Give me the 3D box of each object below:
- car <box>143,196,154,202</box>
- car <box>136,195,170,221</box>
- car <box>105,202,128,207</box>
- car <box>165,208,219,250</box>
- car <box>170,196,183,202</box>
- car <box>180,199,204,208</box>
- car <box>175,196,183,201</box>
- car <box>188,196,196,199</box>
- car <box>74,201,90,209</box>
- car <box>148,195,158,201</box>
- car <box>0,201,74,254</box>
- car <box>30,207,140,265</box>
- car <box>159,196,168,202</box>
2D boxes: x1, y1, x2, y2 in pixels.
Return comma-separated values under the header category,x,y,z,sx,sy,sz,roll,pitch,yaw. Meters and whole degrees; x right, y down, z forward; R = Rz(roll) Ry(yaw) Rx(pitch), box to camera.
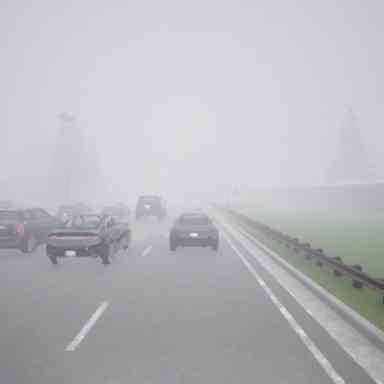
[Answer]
category,x,y,z,sx,sy,sz,roll,pitch,yaw
car,-10.504,1.683,80.704,1.882,1.535,5.008,0,0,0
car,-3.417,1.303,28.377,2.150,2.045,5.566,0,0,0
car,-6.920,1.614,30.377,1.812,1.442,4.674,0,0,0
car,0.090,1.607,14.671,1.994,1.385,4.181,0,0,0
car,-3.504,1.759,79.871,2.033,1.411,5.357,0,0,0
car,0.080,1.614,30.343,1.812,1.442,4.674,0,0,0
car,-3.504,1.703,90.296,1.994,1.385,4.181,0,0,0
car,-0.004,1.682,80.705,1.882,1.535,5.008,0,0,0
car,-10.415,1.591,29.696,1.837,1.490,4.892,0,0,0
car,-10.504,1.676,90.296,2.128,1.511,4.902,0,0,0
car,-6.913,1.394,13.853,2.097,1.767,4.553,0,0,0
car,-3.422,1.528,11.827,2.128,1.511,4.902,0,0,0
car,-7.004,1.741,81.954,1.812,1.442,4.674,0,0,0
